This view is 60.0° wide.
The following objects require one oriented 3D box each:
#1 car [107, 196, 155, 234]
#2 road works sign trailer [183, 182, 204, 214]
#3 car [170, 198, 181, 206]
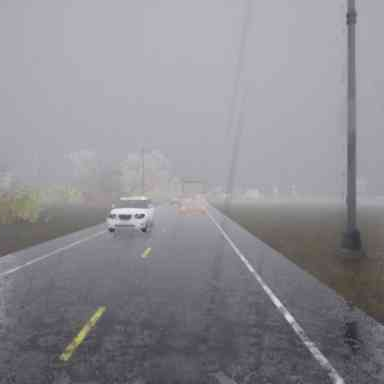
[{"bbox_3d":[-3.554,1.309,20.402,2.150,2.045,5.566,0,0,0],"label":"car"},{"bbox_3d":[0.159,0.625,37.226,2.380,3.560,2.880,0,0,0],"label":"road works sign trailer"},{"bbox_3d":[-3.114,1.803,63.119,1.812,1.442,4.674,0,0,1],"label":"car"}]
